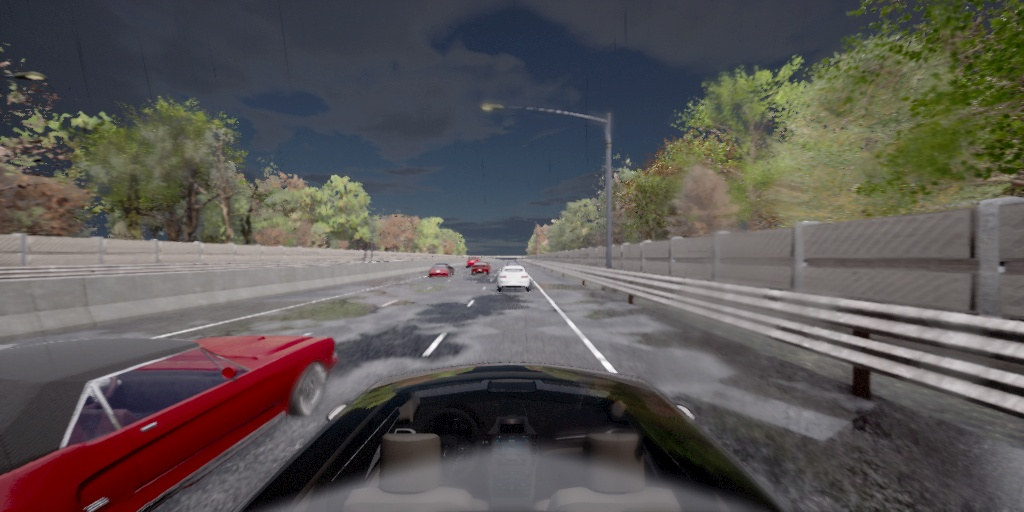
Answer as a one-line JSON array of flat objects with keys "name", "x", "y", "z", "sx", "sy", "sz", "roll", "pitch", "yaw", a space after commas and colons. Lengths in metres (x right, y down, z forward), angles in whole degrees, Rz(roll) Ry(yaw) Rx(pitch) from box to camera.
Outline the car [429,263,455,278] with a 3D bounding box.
[{"name": "car", "x": -6.905, "y": 1.389, "z": 35.538, "sx": 1.994, "sy": 1.385, "sz": 4.181, "roll": 0, "pitch": 0, "yaw": 0}]

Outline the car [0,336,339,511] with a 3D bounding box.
[{"name": "car", "x": -3.400, "y": 1.353, "z": 2.988, "sx": 1.895, "sy": 1.301, "sz": 4.718, "roll": 0, "pitch": 0, "yaw": 0}]

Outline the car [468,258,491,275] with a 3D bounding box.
[{"name": "car", "x": -3.405, "y": 1.316, "z": 40.346, "sx": 1.882, "sy": 1.535, "sz": 5.008, "roll": 0, "pitch": 0, "yaw": 0}]

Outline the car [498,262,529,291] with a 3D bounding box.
[{"name": "car", "x": 0.101, "y": 1.317, "z": 22.319, "sx": 1.812, "sy": 1.442, "sz": 4.674, "roll": 0, "pitch": 0, "yaw": 0}]
